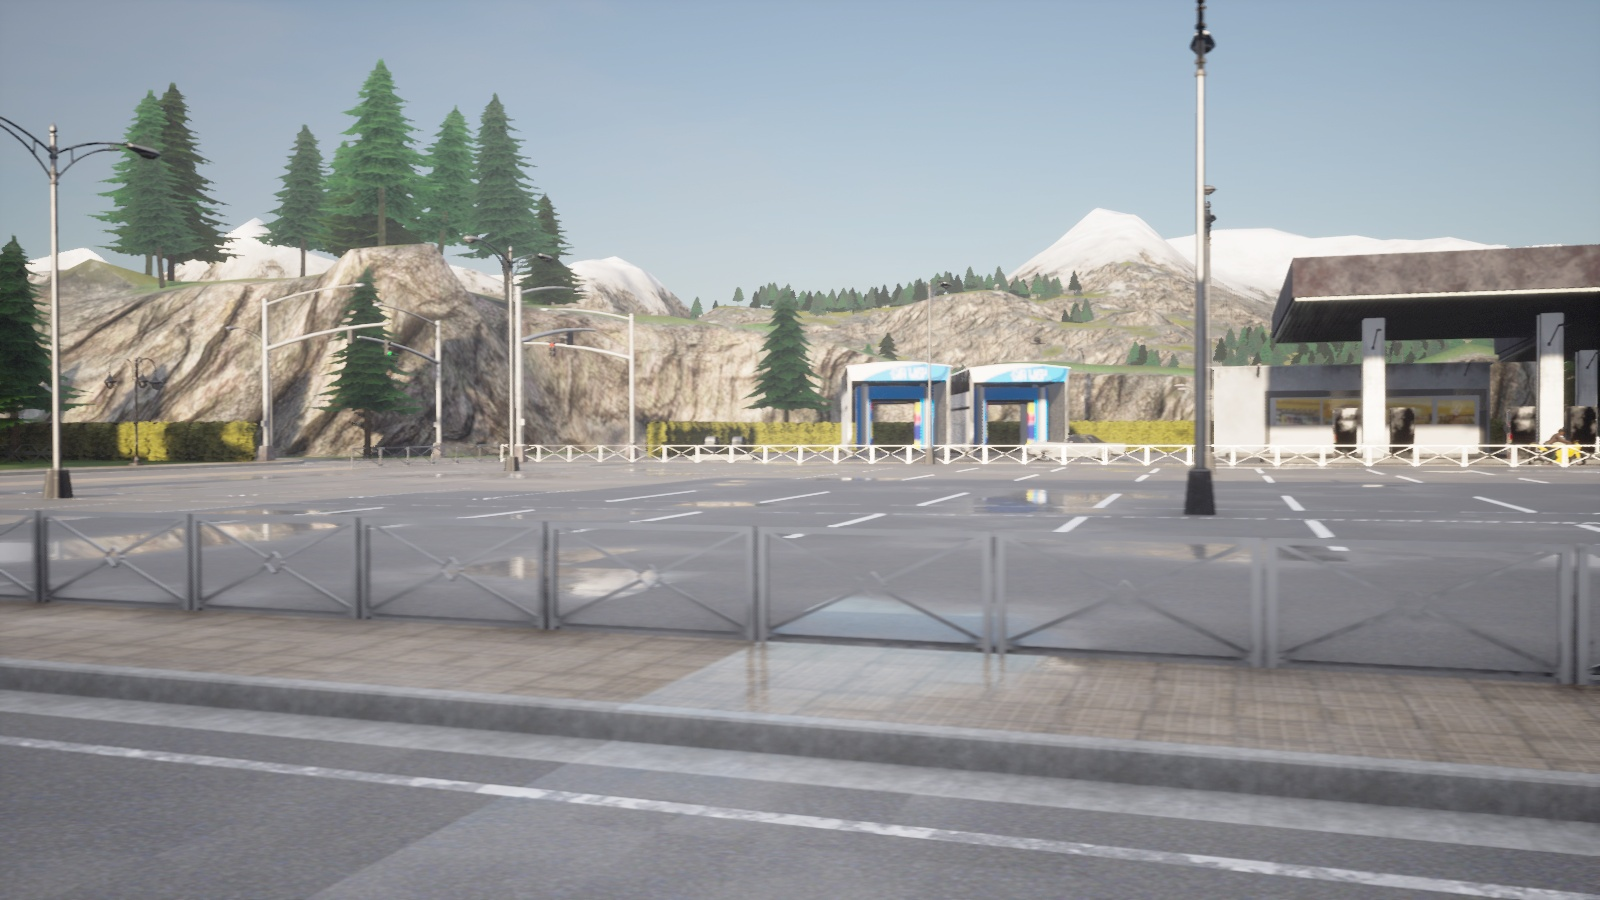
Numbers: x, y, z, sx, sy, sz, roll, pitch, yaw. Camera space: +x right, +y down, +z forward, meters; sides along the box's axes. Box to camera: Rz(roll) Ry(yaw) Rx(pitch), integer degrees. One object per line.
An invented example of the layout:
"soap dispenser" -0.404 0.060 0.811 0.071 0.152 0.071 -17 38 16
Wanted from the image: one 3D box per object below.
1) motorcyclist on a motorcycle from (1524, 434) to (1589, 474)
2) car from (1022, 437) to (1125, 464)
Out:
"motorcyclist on a motorcycle" 29.444 0.151 48.917 2.044 1.523 0.797 1 1 19
"car" 13.396 0.004 61.758 4.718 1.301 1.895 0 1 4
